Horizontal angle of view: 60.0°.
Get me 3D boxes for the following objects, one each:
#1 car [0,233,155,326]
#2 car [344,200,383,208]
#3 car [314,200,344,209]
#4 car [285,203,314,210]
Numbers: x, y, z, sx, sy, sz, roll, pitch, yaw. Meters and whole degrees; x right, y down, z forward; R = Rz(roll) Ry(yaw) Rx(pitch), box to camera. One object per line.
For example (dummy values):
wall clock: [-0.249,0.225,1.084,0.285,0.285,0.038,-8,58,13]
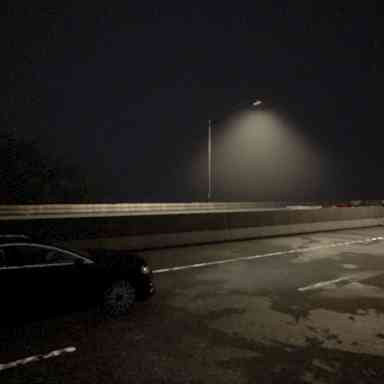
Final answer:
car: [-3.027,1.500,5.886,4.902,1.511,2.128,1,0,-36]
car: [18.120,1.659,34.101,4.553,1.767,2.097,1,0,-35]
car: [16.083,1.659,36.947,4.553,1.767,2.097,1,0,-35]
car: [13.130,1.898,39.142,4.718,1.301,1.895,1,0,-35]
